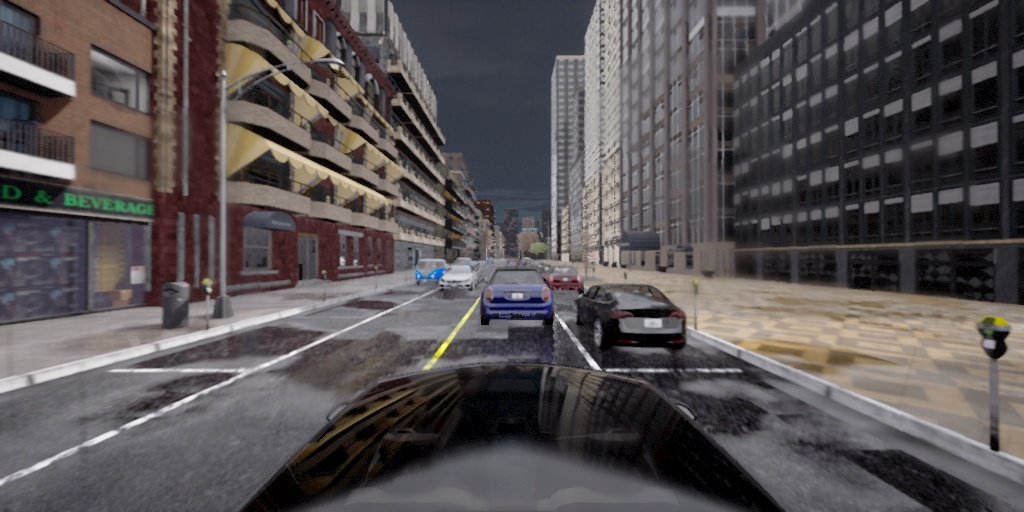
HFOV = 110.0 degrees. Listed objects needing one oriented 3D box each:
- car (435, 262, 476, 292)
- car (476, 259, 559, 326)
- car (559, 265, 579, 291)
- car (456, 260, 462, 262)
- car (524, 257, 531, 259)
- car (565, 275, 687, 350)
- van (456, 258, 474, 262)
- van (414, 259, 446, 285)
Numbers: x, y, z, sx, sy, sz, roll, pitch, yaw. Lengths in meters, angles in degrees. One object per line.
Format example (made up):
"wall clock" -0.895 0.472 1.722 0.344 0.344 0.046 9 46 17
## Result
"car" -3.110 1.287 21.604 1.812 1.442 4.674 0 0 0
"car" 0.107 1.107 11.852 2.097 1.767 4.553 0 0 -1
"car" 2.690 1.200 19.968 1.967 1.591 4.097 0 0 0
"car" -5.693 1.314 31.014 1.888 1.381 4.507 0 0 0
"car" 2.687 1.219 42.059 1.967 1.591 4.097 0 0 0
"car" 2.691 1.319 8.923 1.948 1.339 4.313 0 0 0
"van" -5.694 1.120 42.059 1.690 1.789 3.998 0 0 0
"van" -5.692 1.105 25.492 1.690 1.789 3.998 0 0 0
